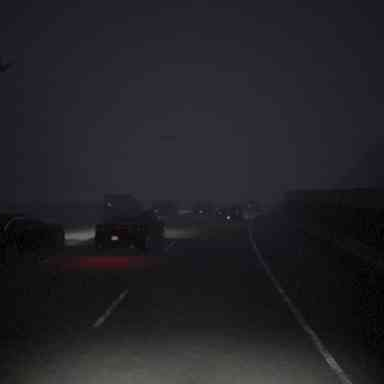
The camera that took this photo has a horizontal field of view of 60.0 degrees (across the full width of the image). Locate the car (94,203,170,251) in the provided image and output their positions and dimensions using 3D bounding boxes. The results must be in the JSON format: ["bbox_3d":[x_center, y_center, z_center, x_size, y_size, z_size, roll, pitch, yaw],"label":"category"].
[{"bbox_3d":[-2.447,1.472,14.154,1.882,1.535,5.008,0,0,6],"label":"car"}]

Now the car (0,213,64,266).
[{"bbox_3d":[-6.221,1.478,11.552,2.128,1.511,4.902,0,0,5],"label":"car"}]

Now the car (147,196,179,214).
[{"bbox_3d":[-2.636,1.484,32.524,2.128,1.511,4.902,0,0,14],"label":"car"}]

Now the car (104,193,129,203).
[{"bbox_3d":[-15.587,1.186,69.024,2.150,2.045,5.566,0,0,25],"label":"car"}]

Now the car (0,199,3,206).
[{"bbox_3d":[-20.323,1.480,34.666,1.812,1.442,4.674,0,0,14],"label":"car"}]

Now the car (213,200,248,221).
[{"bbox_3d":[3.188,1.607,26.828,1.895,1.301,4.718,0,0,12],"label":"car"}]

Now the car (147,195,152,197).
[{"bbox_3d":[-9.959,1.433,72.471,1.994,1.385,4.181,0,0,27],"label":"car"}]

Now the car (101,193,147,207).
[{"bbox_3d":[-6.531,1.206,31.427,2.150,2.045,5.566,0,0,13],"label":"car"}]

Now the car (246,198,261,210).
[{"bbox_3d":[7.626,1.540,42.380,1.812,1.442,4.674,0,0,19],"label":"car"}]

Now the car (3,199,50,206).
[{"bbox_3d":[-16.688,1.510,34.930,2.033,1.411,5.357,0,0,14],"label":"car"}]

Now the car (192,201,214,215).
[{"bbox_3d":[1.456,1.602,34.453,1.895,1.301,4.718,0,0,15],"label":"car"}]
